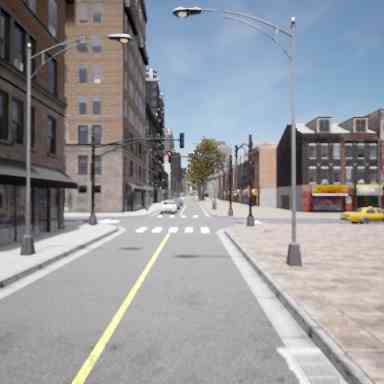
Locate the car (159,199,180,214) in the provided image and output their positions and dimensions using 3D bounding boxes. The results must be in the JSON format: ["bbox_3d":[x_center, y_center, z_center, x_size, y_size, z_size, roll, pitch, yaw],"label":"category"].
[{"bbox_3d":[-2.735,1.804,39.974,1.812,1.442,4.674,0,0,0],"label":"car"}]

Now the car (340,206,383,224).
[{"bbox_3d":[13.962,1.786,25.441,4.829,1.417,1.752,0,-1,0],"label":"car"}]

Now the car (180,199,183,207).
[{"bbox_3d":[-2.708,1.888,49.753,2.033,1.411,5.357,0,0,0],"label":"car"}]

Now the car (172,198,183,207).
[{"bbox_3d":[-2.628,1.950,62.176,1.812,1.442,4.674,0,0,0],"label":"car"}]
